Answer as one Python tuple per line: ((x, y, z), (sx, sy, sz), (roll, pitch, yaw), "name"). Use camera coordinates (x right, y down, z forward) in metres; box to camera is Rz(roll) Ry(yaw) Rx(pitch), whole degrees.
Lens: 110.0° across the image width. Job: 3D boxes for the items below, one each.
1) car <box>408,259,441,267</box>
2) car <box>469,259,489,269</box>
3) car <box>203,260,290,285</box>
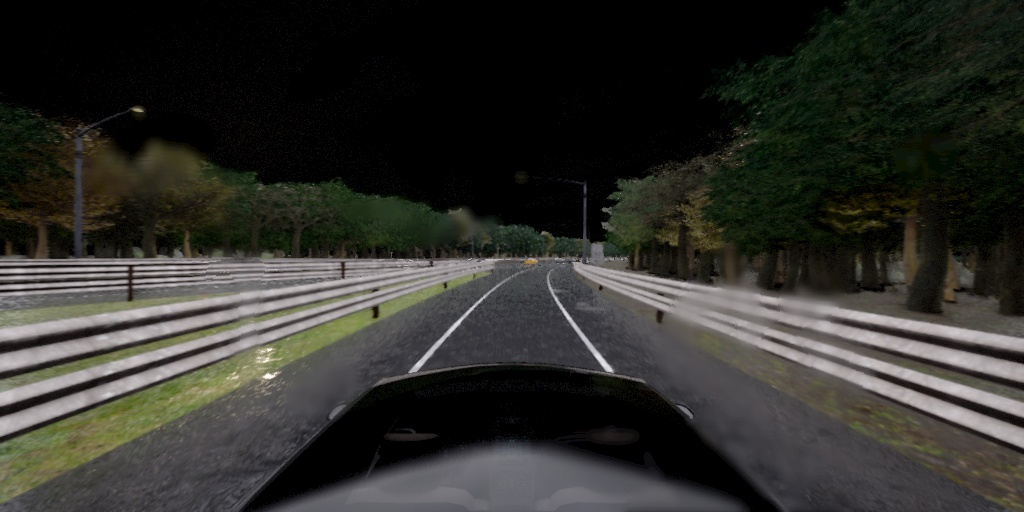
((-9.993, 1.064, 41.459), (2.128, 1.511, 4.902), (0, 0, 20), "car")
((-5.116, 1.123, 54.545), (1.882, 1.535, 5.008), (0, 0, 20), "car")
((-16.830, 0.981, 23.111), (1.837, 1.490, 4.892), (0, 0, 20), "car")
